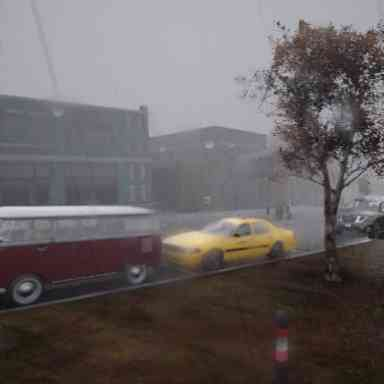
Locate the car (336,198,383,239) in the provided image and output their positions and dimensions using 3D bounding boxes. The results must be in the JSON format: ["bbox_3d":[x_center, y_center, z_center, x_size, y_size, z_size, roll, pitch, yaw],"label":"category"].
[{"bbox_3d":[9.994,1.395,18.877,5.566,2.045,2.435,1,1,-43],"label":"car"}]

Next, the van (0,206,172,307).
[{"bbox_3d":[-2.947,1.335,8.081,4.442,1.987,1.878,1,1,-39],"label":"van"}]

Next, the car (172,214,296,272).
[{"bbox_3d":[1.409,1.574,11.467,5.366,1.575,1.946,1,1,-37],"label":"car"}]
